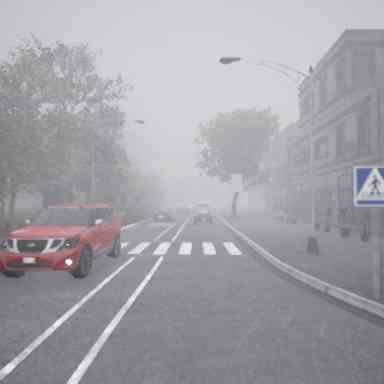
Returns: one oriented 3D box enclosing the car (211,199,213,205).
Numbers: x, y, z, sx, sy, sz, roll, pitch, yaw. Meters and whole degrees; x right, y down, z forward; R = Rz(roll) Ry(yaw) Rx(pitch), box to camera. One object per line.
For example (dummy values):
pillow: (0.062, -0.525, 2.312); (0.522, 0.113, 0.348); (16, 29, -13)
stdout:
car: (3.515, 3.249, 93.578); (2.097, 1.535, 5.008); (-1, 1, 15)

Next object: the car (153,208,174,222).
car: (-3.099, 2.504, 36.704); (2.128, 1.511, 4.902); (0, -2, 3)

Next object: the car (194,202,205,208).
car: (2.039, 3.379, 87.523); (2.002, 1.452, 4.674); (-1, 0, 13)

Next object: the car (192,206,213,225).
car: (1.135, 2.425, 33.020); (1.812, 1.442, 4.674); (0, -2, 1)

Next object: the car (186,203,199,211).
car: (0.050, 3.464, 77.178); (2.097, 1.535, 5.008); (1, 1, 11)

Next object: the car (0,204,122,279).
car: (-3.900, 1.405, 10.937); (2.150, 2.045, 5.566); (0, -2, 2)

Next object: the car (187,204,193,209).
car: (-0.612, 3.602, 71.071); (2.002, 1.452, 4.674); (-2, 0, 5)

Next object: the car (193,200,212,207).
car: (1.665, 2.717, 51.559); (2.150, 2.045, 5.566); (0, -2, 2)
